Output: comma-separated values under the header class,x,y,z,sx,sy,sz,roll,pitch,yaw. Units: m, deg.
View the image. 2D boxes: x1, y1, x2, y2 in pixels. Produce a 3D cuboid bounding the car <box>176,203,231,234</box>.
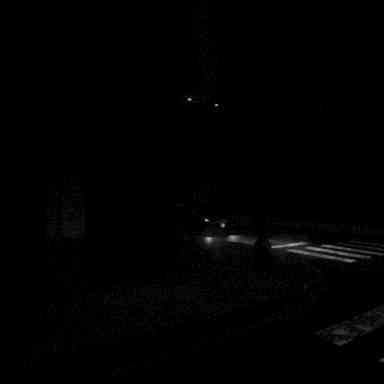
class,x,y,z,sx,sy,sz,roll,pitch,yaw
car,0.091,1.406,18.639,2.128,1.511,4.902,0,0,-37
